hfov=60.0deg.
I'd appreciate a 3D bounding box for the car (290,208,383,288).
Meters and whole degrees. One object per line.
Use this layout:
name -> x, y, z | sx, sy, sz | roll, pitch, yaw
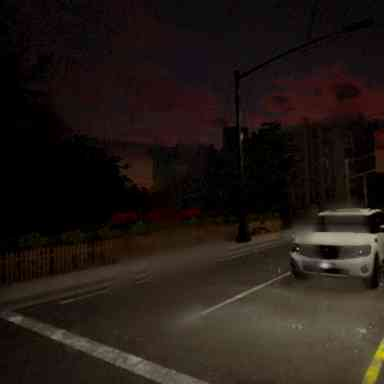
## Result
car -> 5.089, 1.584, 10.803 | 2.150, 2.045, 5.566 | -4, -3, 38
